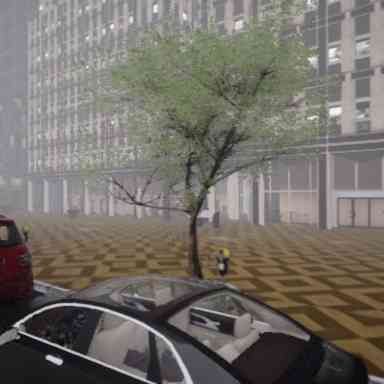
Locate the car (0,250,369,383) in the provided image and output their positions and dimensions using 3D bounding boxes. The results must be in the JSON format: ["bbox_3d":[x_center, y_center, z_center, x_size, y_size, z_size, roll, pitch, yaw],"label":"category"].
[{"bbox_3d":[-0.641,1.554,3.338,4.403,1.369,2.008,0,0,36],"label":"car"}]

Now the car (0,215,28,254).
[{"bbox_3d":[-5.136,1.325,6.549,5.009,1.841,2.192,0,0,36],"label":"car"}]
